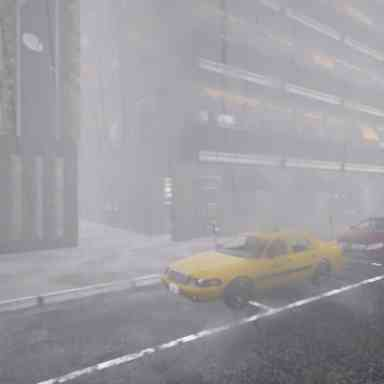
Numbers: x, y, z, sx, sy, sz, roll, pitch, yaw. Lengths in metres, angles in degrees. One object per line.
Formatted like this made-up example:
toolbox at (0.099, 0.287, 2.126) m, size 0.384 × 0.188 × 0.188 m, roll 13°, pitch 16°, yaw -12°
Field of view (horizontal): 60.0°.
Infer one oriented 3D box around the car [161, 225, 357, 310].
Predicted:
car at (1.619, 1.490, 7.704) m, size 4.829 × 1.417 × 1.752 m, roll 0°, pitch 1°, yaw -35°

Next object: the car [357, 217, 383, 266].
car at (6.393, 1.511, 11.105) m, size 4.206 × 1.307 × 1.802 m, roll 0°, pitch 0°, yaw -35°
